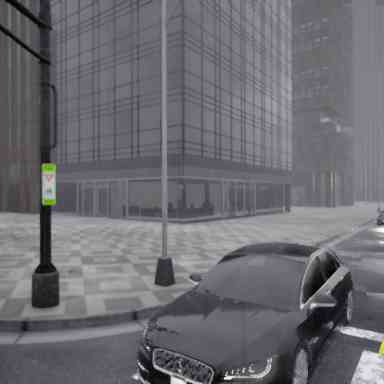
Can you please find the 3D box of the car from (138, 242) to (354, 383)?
[{"bbox_3d":[1.255,1.647,5.254,1.837,1.490,4.892,0,-1,35],"label":"car"}]

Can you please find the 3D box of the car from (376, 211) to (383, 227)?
[{"bbox_3d":[15.584,1.977,25.715,1.994,1.385,4.181,0,-1,35],"label":"car"}]
